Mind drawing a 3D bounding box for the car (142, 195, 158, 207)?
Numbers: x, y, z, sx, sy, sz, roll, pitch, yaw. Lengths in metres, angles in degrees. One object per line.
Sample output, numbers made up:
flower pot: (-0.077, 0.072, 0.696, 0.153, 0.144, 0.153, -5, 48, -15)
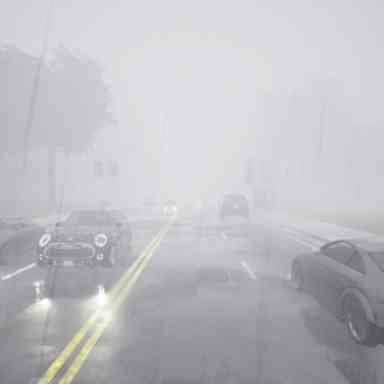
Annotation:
car: (-6.560, 1.325, 52.152, 2.097, 1.767, 4.553, 0, 0, 0)

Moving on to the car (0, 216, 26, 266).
car: (-6.601, 1.553, 11.405, 1.994, 1.385, 4.181, 0, 0, 0)

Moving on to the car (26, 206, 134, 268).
car: (-3.350, 1.341, 11.240, 2.097, 1.767, 4.553, 0, 0, 0)

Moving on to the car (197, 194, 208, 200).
car: (3.263, 1.538, 90.298, 2.163, 1.488, 4.792, 0, 0, 0)

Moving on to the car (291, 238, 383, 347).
car: (3.349, 1.557, 6.307, 1.994, 1.385, 4.181, 0, 0, 0)

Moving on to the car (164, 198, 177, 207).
car: (-3.312, 1.573, 51.890, 1.895, 1.301, 4.718, 0, 0, 0)

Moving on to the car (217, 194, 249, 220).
car: (3.356, 1.195, 27.768, 2.150, 2.045, 5.566, 0, 0, 0)
